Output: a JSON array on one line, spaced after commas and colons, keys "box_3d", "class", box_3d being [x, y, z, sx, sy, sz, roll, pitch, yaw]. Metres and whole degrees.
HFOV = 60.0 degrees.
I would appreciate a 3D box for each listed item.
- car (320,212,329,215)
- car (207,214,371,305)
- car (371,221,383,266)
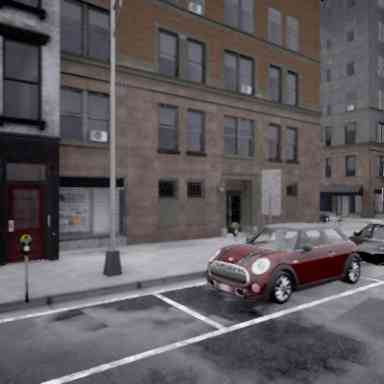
[{"box_3d": [9.214, 1.922, 28.302, 1.882, 1.535, 5.008, 0, -1, -37], "class": "car"}, {"box_3d": [2.318, 1.513, 8.201, 4.097, 1.590, 1.967, 1, -1, -36], "class": "car"}, {"box_3d": [6.790, 1.701, 11.394, 4.313, 1.339, 1.947, 1, -1, -36], "class": "car"}]
